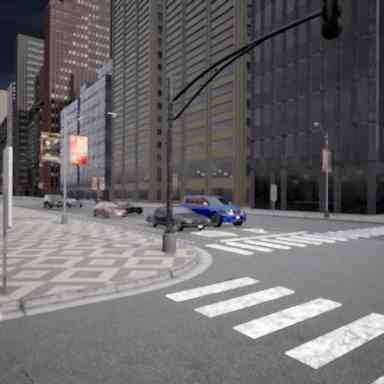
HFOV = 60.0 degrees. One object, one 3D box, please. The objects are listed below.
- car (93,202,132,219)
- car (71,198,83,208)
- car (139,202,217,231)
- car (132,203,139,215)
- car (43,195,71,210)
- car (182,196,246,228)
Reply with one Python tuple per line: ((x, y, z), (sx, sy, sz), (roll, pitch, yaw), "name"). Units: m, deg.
((-7.460, 1.592, 29.820), (1.812, 1.442, 4.674), (1, -1, -36), "car")
((-18.001, 1.711, 50.252), (1.812, 1.442, 4.674), (1, -1, -35), "car")
((-1.054, 1.571, 20.890), (2.033, 1.411, 5.357), (1, -1, -35), "car")
((-6.820, 1.705, 34.507), (1.895, 1.301, 4.718), (1, 0, -36), "car")
((-19.011, 1.370, 46.047), (2.150, 2.045, 5.566), (1, -1, -35), "car")
((1.270, 1.273, 23.217), (2.150, 2.045, 5.566), (1, -1, -36), "car")
